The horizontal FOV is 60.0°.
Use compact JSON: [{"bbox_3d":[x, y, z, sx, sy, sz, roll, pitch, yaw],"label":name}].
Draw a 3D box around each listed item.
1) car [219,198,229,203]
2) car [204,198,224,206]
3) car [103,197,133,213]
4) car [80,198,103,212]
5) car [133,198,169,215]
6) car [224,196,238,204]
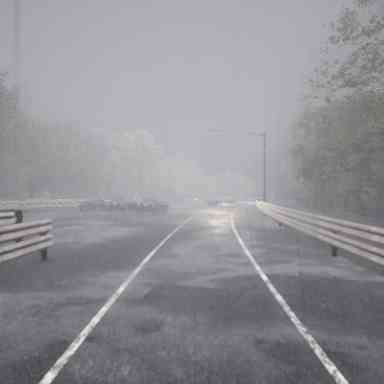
[{"bbox_3d":[8.953,2.355,92.710,1.994,1.385,4.181,0,-1,16],"label":"car"},{"bbox_3d":[4.260,1.945,64.202,1.812,1.442,4.674,0,-1,16],"label":"car"},{"bbox_3d":[-7.437,1.355,36.671,2.097,1.767,4.553,0,-1,16],"label":"car"},{"bbox_3d":[-10.766,1.502,37.763,1.837,1.490,4.892,0,-1,16],"label":"car"},{"bbox_3d":[-4.067,1.403,35.620,2.097,1.767,4.553,1,0,16],"label":"car"},{"bbox_3d":[9.889,2.218,83.445,1.812,1.442,4.674,0,-1,16],"label":"car"}]
